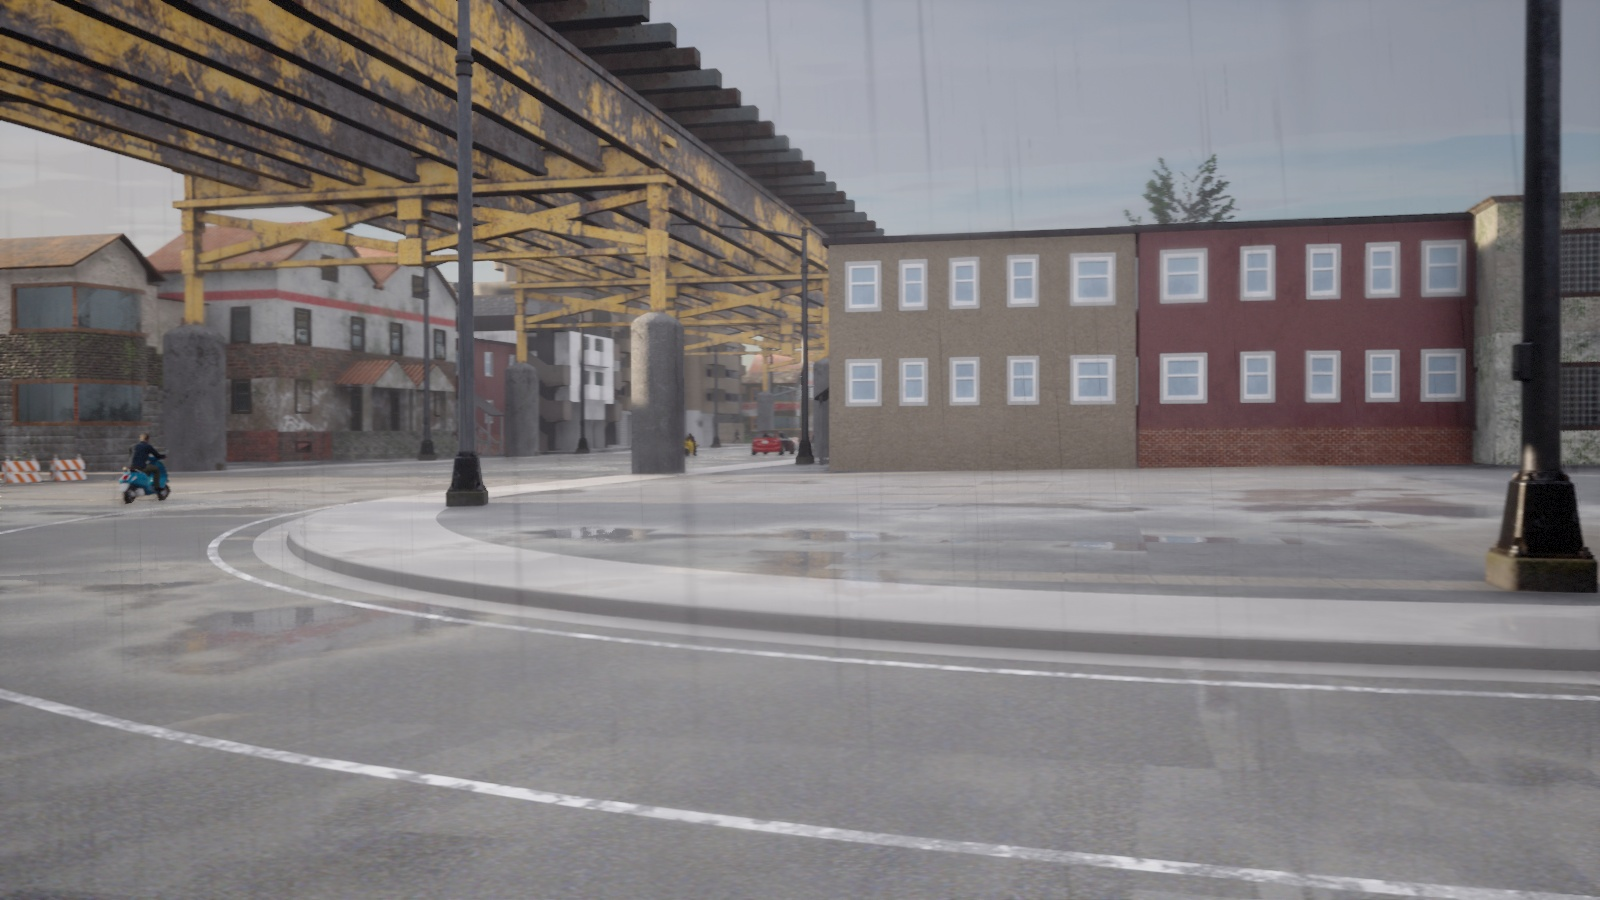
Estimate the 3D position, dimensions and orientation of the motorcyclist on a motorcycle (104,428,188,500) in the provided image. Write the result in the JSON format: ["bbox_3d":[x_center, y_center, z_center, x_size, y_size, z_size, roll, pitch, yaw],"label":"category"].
[{"bbox_3d":[-14.973,0.296,28.793,0.866,1.590,1.817,1,1,4],"label":"motorcyclist on a motorcycle"}]

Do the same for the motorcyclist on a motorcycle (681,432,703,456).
[{"bbox_3d":[-6.810,-0.383,79.317,0.797,1.523,2.044,0,1,14],"label":"motorcyclist on a motorcycle"}]

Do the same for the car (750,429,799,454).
[{"bbox_3d":[-1.689,-0.591,85.599,2.242,1.667,4.611,0,1,14],"label":"car"}]
